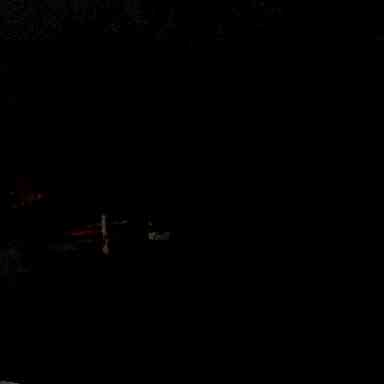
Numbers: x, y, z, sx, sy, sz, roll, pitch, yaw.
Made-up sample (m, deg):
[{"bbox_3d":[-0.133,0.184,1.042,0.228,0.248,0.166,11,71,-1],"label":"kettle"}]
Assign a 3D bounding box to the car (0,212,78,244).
[{"bbox_3d":[-8.086,1.666,16.037,1.895,1.301,4.718,-2,0,42],"label":"car"}]
